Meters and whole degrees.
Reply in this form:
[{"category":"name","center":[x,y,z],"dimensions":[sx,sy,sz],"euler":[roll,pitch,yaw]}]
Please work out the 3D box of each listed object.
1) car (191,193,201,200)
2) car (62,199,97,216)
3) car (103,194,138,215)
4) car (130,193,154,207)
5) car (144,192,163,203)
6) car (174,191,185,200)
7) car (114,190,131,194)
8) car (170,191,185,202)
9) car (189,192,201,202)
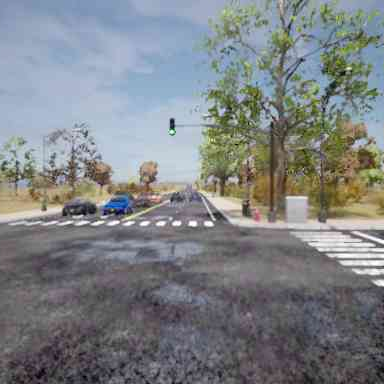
[{"category":"car","center":[0.750,0.861,68.711],"dimensions":[1.994,1.385,4.181],"euler":[0,1,1]},{"category":"car","center":[-9.763,1.296,29.139],"dimensions":[1.994,1.385,4.181],"euler":[0,1,1]},{"category":"car","center":[-6.502,1.204,29.840],"dimensions":[1.882,1.535,5.008],"euler":[0,1,1]},{"category":"car","center":[-6.296,1.184,41.423],"dimensions":[1.994,1.385,4.181],"euler":[0,1,1]},{"category":"car","center":[-6.043,0.850,54.872],"dimensions":[2.097,1.767,4.553],"euler":[0,0,1]},{"category":"car","center":[-2.500,0.653,68.734],"dimensions":[2.097,1.767,4.553],"euler":[0,1,1]},{"category":"car","center":[-9.465,0.808,45.160],"dimensions":[2.150,2.045,5.566],"euler":[0,0,1]},{"category":"car","center":[-2.671,0.810,58.701],"dimensions":[2.097,1.767,4.553],"euler":[0,1,1]},{"category":"car","center":[0.578,0.812,58.612],"dimensions":[2.097,1.767,4.553],"euler":[0,1,1]}]
